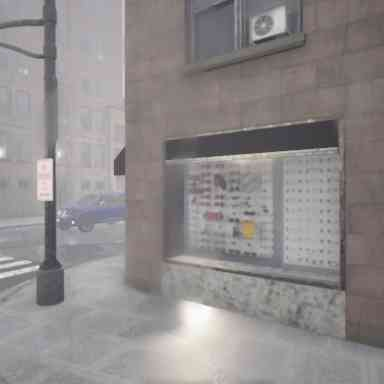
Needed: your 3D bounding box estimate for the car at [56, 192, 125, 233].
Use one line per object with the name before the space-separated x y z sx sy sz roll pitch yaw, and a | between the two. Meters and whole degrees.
car | -5.235 1.059 19.172 2.150 2.045 5.566 0 0 35
